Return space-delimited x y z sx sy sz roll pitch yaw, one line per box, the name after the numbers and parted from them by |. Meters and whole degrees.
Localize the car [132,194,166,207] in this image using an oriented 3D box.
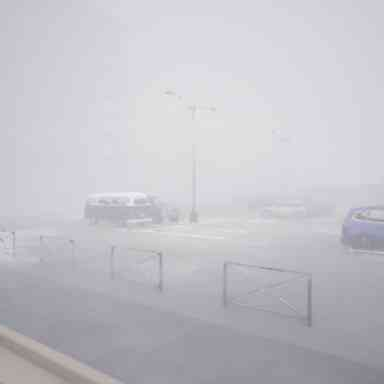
-7.798 1.493 60.458 2.033 1.411 5.357 0 0 36 | car

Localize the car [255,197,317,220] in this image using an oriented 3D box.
7.243 1.398 25.763 3.806 1.475 1.970 0 0 36 | car

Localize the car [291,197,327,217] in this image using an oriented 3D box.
8.933 1.366 28.114 3.905 1.438 1.784 0 0 36 | car

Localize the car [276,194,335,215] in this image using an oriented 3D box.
10.457 1.156 30.323 4.605 1.855 1.932 0 0 36 | car
